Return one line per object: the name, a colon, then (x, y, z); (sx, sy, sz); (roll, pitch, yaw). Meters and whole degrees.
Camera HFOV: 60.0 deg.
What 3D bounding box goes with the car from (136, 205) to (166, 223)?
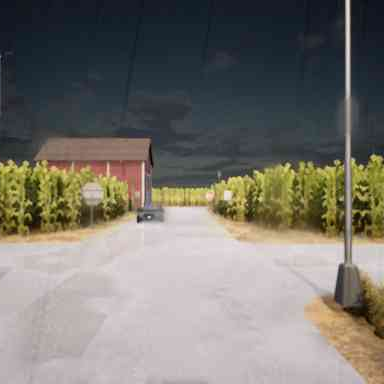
car: (-3.086, 1.665, 25.855); (1.994, 1.385, 4.181); (0, -1, 0)
